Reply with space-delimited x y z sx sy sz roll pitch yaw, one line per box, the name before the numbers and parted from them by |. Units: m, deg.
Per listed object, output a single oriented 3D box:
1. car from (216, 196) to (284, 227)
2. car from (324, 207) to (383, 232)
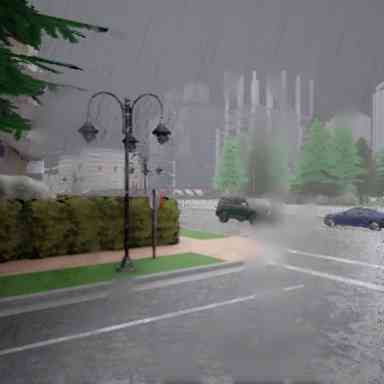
car | 4.068 1.336 24.494 2.150 2.045 5.566 0 0 -35
car | 10.787 1.657 21.234 1.812 1.442 4.674 0 0 -35
